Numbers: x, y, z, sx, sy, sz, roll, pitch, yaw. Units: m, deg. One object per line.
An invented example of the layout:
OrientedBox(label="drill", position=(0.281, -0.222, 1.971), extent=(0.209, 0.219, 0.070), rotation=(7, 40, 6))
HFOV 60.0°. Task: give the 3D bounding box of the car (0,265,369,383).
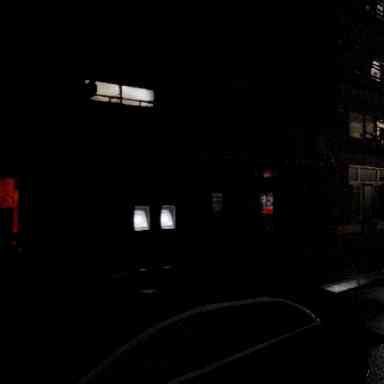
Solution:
OrientedBox(label="car", position=(-0.469, 1.499, 2.760), extent=(4.902, 1.511, 2.128), rotation=(0, 0, -35))
